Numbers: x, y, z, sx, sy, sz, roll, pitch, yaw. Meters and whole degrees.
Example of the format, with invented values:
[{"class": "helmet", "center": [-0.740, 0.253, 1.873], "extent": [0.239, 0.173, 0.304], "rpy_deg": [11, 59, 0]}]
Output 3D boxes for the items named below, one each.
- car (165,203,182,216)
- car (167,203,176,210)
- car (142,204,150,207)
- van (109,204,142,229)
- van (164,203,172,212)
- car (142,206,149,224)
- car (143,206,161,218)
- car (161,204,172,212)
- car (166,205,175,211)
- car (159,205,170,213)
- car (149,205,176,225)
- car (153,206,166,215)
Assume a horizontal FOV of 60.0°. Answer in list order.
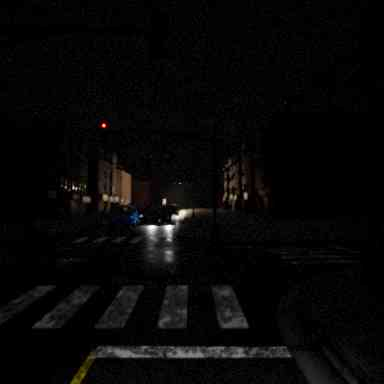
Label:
[{"class": "car", "center": [-2.848, 2.725, 48.778], "extent": [1.837, 1.490, 4.892], "rpy_deg": [0, -2, 0]}, {"class": "car", "center": [-5.580, 4.129, 93.069], "extent": [2.192, 1.841, 5.009], "rpy_deg": [1, -2, 0]}, {"class": "car", "center": [-5.417, 2.155, 34.908], "extent": [2.192, 1.841, 5.009], "rpy_deg": [2, -2, 0]}, {"class": "van", "center": [-5.396, 1.933, 26.606], "extent": [1.690, 1.788, 3.998], "rpy_deg": [2, -2, 0]}, {"class": "van", "center": [-5.536, 3.575, 77.208], "extent": [1.690, 1.788, 3.998], "rpy_deg": [1, -2, 0]}, {"class": "car", "center": [-5.411, 2.241, 29.919], "extent": [2.008, 1.369, 4.403], "rpy_deg": [2, -2, 0]}, {"class": "car", "center": [-5.453, 2.711, 45.477], "extent": [1.887, 1.381, 4.507], "rpy_deg": [2, -2, 0]}, {"class": "car", "center": [-5.524, 3.487, 71.918], "extent": [1.967, 1.590, 4.097], "rpy_deg": [1, -2, 0]}, {"class": "car", "center": [-5.570, 4.169, 87.775], "extent": [2.008, 1.369, 4.403], "rpy_deg": [1, -2, 0]}, {"class": "car", "center": [-5.512, 3.408, 66.627], "extent": [1.887, 1.381, 4.507], "rpy_deg": [1, -2, 0]}, {"class": "car", "center": [-2.799, 2.258, 31.009], "extent": [1.837, 1.490, 4.892], "rpy_deg": [0, -1, 0]}, {"class": "car", "center": [-5.483, 3.090, 56.051], "extent": [1.802, 1.307, 4.206], "rpy_deg": [2, -2, 0]}]
